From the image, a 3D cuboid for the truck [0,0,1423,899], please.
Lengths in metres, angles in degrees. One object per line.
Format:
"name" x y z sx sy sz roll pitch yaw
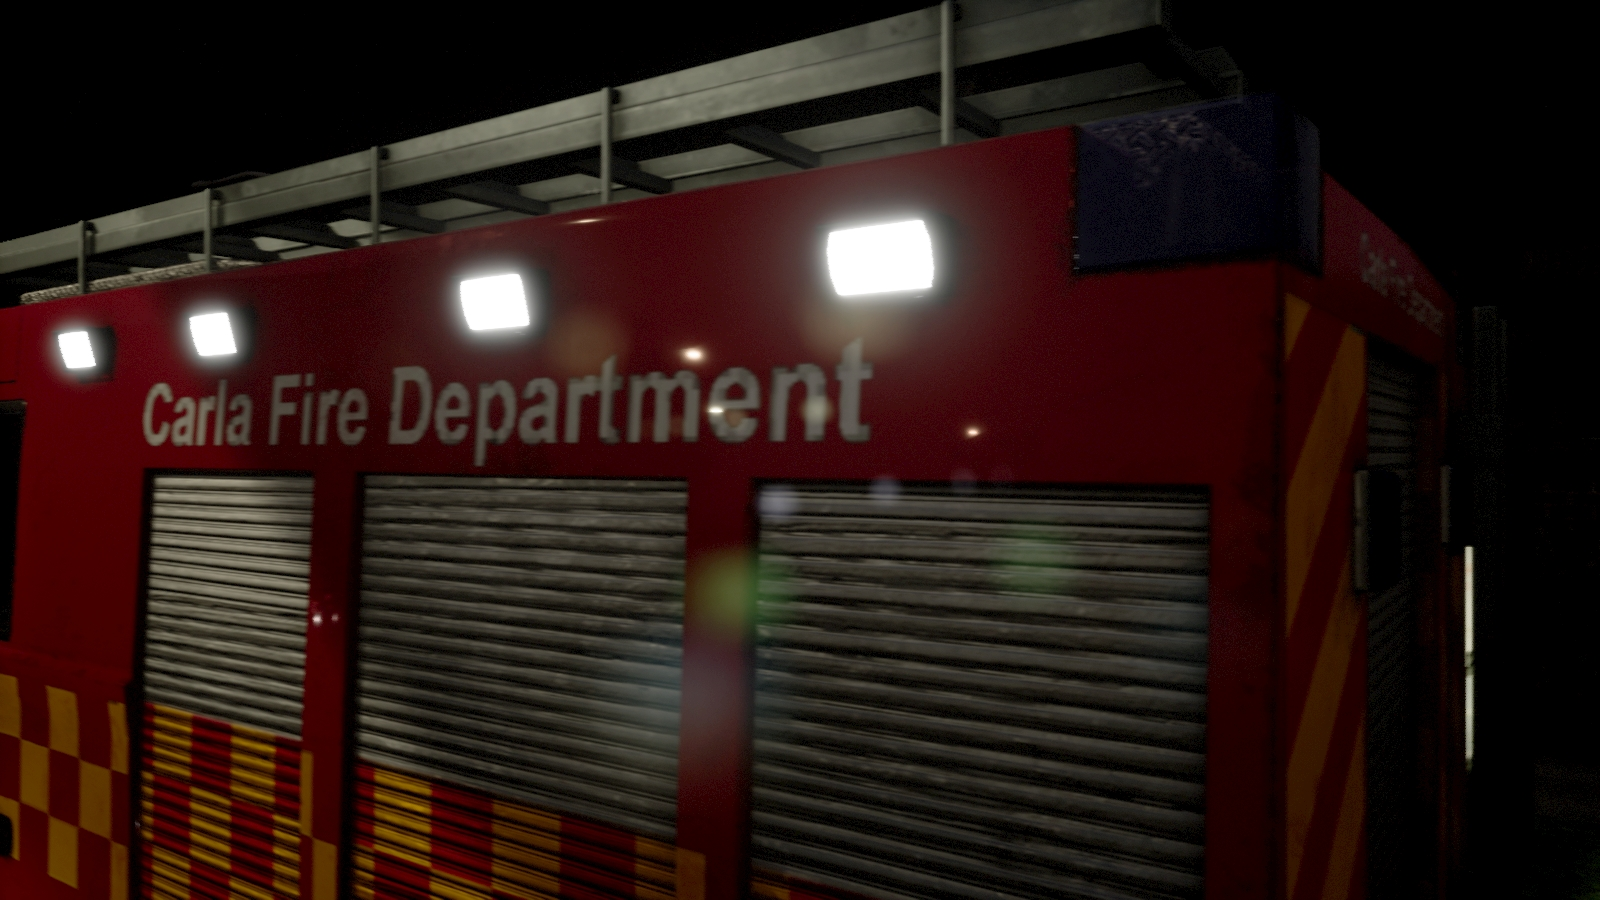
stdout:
"truck" -2.232 0.908 5.034 8.468 3.827 2.891 0 0 35
